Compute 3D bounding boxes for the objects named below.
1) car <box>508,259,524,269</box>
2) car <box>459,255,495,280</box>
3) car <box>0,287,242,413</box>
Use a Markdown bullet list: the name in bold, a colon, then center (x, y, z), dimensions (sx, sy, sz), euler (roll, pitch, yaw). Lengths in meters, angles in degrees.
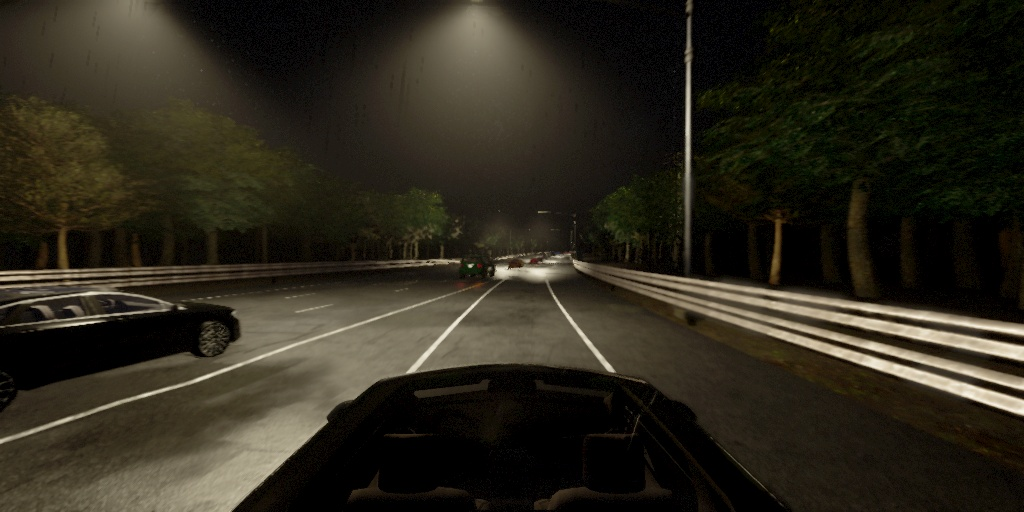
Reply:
- **car**: center (0.676, 1.168, 55.127), dimensions (1.882, 1.535, 5.008), euler (0, 0, 9)
- **car**: center (-2.964, 0.937, 31.396), dimensions (2.150, 2.045, 5.566), euler (0, 0, 9)
- **car**: center (-6.920, 1.235, 5.681), dimensions (2.128, 1.511, 4.902), euler (0, 0, 9)
